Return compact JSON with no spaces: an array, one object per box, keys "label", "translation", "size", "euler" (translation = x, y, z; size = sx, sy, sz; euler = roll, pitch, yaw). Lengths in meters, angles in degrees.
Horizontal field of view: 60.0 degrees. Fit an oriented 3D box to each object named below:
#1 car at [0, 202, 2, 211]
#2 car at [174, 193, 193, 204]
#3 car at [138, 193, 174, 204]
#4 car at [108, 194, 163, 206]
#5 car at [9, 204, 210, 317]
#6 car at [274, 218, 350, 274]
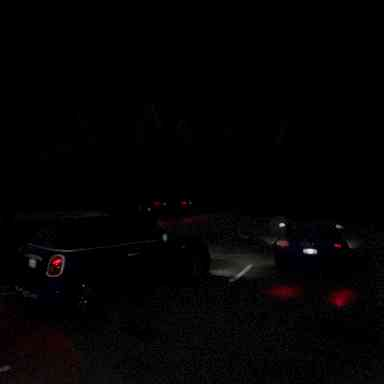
[{"label":"car","translation":[-20.569,1.255,30.312],"size":[5.566,2.045,2.150],"euler":[0,0,-29]},{"label":"car","translation":[-2.542,1.127,31.825],"size":[5.566,2.045,2.150],"euler":[0,0,29]},{"label":"car","translation":[-4.821,1.150,29.294],"size":[5.566,2.045,2.150],"euler":[0,-1,23]},{"label":"car","translation":[-4.806,1.296,25.109],"size":[4.553,1.767,2.097],"euler":[0,1,36]},{"label":"car","translation":[-1.584,1.336,7.816],"size":[2.097,1.767,4.553],"euler":[-1,0,41]},{"label":"car","translation":[3.725,1.502,10.517],"size":[1.994,1.385,4.181],"euler":[0,0,19]}]
